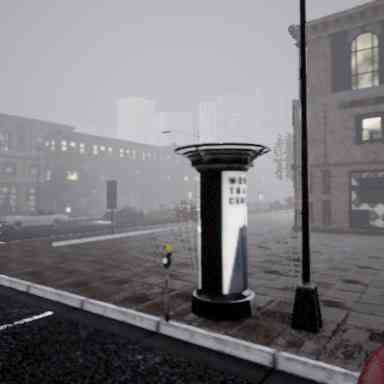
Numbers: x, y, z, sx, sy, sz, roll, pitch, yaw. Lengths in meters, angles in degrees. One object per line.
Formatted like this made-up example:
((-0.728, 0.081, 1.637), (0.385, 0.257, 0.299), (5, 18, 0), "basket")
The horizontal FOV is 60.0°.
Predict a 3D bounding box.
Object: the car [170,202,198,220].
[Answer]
((0.321, 1.901, 31.462), (1.887, 1.381, 4.507), (-1, -1, 35), "car")

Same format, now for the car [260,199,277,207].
((15.658, 2.218, 67.958), (2.008, 1.369, 4.403), (-1, -1, 35), "car")

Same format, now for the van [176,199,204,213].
((-0.229, 1.859, 45.353), (1.690, 1.788, 3.998), (-1, -1, 35), "van")

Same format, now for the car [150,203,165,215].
((-3.501, 2.015, 40.689), (1.752, 1.417, 4.829), (-1, -1, 35), "car")

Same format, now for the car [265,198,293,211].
((12.983, 1.908, 49.578), (1.967, 1.590, 4.097), (-1, -1, 35), "car")

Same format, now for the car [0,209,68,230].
((-11.721, 1.975, 24.477), (1.895, 1.301, 4.718), (-1, -1, 35), "car")

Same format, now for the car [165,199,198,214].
((-0.664, 1.814, 40.202), (2.097, 1.767, 4.553), (-1, -1, 35), "car")

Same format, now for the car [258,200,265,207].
((12.481, 2.187, 63.436), (2.008, 1.369, 4.403), (-1, -1, 35), "car")

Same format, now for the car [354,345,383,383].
((3.001, 1.287, 0.735), (5.009, 1.841, 2.192), (-1, -1, 35), "car")

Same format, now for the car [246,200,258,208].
((9.304, 2.157, 58.915), (2.008, 1.369, 4.403), (-1, -1, 35), "car")

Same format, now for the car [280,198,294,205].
((22.010, 2.170, 77.001), (1.967, 1.590, 4.097), (-1, -1, 35), "car")

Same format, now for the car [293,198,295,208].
((16.159, 1.814, 54.102), (2.192, 1.841, 5.009), (-1, -1, 35), "car")

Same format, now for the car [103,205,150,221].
((-6.470, 1.978, 31.937), (1.994, 1.385, 4.181), (-1, -1, 36), "car")
